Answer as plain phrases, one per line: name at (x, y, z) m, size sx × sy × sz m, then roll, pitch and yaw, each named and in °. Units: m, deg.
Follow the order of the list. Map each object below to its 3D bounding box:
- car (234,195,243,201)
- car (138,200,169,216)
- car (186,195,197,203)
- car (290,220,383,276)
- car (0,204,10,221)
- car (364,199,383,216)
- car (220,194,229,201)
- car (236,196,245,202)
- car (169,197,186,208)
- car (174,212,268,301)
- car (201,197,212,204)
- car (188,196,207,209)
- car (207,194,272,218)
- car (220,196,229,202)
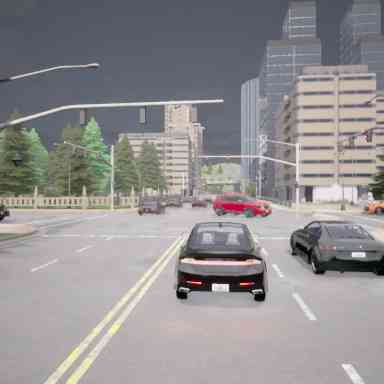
car at (11.896, 1.537, 85.447) m, size 2.033 × 1.411 × 5.357 m, roll 0°, pitch 0°, yaw 5°
car at (-3.964, 1.564, 32.988) m, size 1.994 × 1.385 × 4.181 m, roll 0°, pitch 0°, yaw 7°
car at (-0.618, 1.564, 65.396) m, size 1.994 × 1.385 × 4.181 m, roll 0°, pitch 0°, yaw 6°
car at (4.404, 1.564, 10.446) m, size 1.994 × 1.385 × 4.181 m, roll 0°, pitch 0°, yaw 5°
car at (-16.619, 1.221, 24.784) m, size 5.566 × 2.045 × 2.150 m, roll 0°, pitch 0°, yaw 7°
car at (19.180, 1.352, 32.156) m, size 4.553 × 1.767 × 2.097 m, roll 0°, pitch 0°, yaw 7°
car at (8.409, 1.353, 85.751) m, size 2.097 × 1.767 × 4.553 m, roll 0°, pitch 0°, yaw 5°
car at (11.002, 1.591, 76.141) m, size 1.895 × 1.301 × 4.718 m, roll 0°, pitch 0°, yaw 5°
car at (-2.498, 1.563, 46.424) m, size 1.994 × 1.385 × 4.181 m, roll 0°, pitch 0°, yaw 6°
car at (0.710, 1.492, 8.339) m, size 2.128 × 1.511 × 4.902 m, roll 0°, pitch 0°, yaw 5°
car at (3.012, 1.601, 66.387) m, size 1.895 × 1.301 × 4.718 m, roll 0°, pitch 0°, yaw 6°
car at (1.003, 1.601, 46.279) m, size 1.895 × 1.301 × 4.718 m, roll 0°, pitch 0°, yaw 6°
car at (4.351, 1.221, 29.728) m, size 2.150 × 2.045 × 5.566 m, roll -1°, pitch 1°, yaw -43°
car at (7.612, 1.549, 77.449) m, size 1.994 × 1.385 × 4.181 m, roll 0°, pitch 0°, yaw 5°
